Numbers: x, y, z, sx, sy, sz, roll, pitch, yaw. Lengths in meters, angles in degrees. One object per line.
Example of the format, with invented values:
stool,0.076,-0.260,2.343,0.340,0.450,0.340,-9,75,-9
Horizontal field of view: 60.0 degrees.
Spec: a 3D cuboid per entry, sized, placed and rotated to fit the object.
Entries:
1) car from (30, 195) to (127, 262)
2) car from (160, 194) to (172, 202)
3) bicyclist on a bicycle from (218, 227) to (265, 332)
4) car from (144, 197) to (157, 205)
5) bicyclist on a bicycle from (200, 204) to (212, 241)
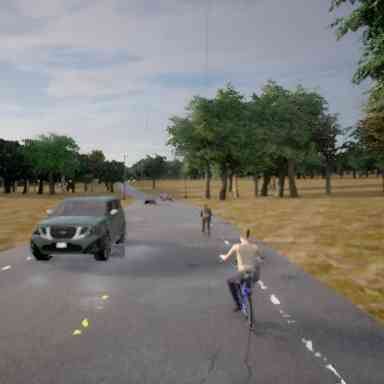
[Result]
car,-3.819,1.165,12.289,2.150,2.045,5.566,0,0,-2
car,-5.287,1.339,70.974,1.895,1.301,4.718,0,0,-8
bicyclist on a bicycle,0.893,1.405,5.777,0.866,1.612,1.509,0,0,-1
car,-6.613,1.437,53.066,1.895,1.301,4.718,0,0,-6
bicyclist on a bicycle,0.660,1.381,15.253,0.582,1.620,1.656,0,0,-2
